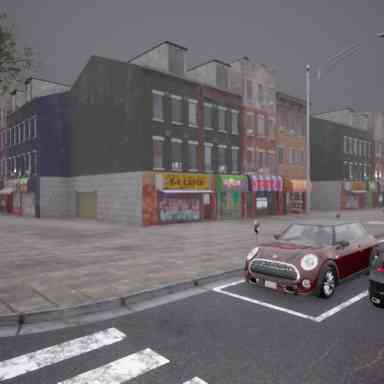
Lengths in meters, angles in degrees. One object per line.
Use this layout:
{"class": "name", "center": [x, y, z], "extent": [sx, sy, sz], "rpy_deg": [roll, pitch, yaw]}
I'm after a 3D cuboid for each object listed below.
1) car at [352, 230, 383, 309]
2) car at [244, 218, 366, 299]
{"class": "car", "center": [5.265, 1.501, 6.801], "extent": [4.892, 1.490, 1.837], "rpy_deg": [0, 0, -43]}
{"class": "car", "center": [3.130, 1.442, 8.428], "extent": [4.097, 1.590, 1.967], "rpy_deg": [0, 0, -43]}
